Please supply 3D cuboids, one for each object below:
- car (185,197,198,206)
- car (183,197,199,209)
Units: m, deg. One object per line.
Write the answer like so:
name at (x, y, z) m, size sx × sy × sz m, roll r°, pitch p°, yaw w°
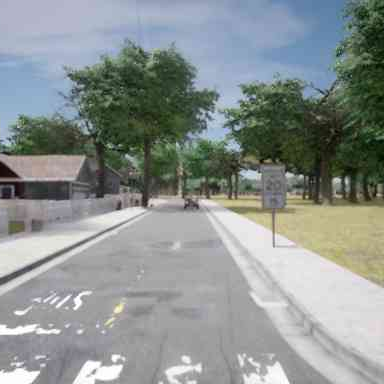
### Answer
car at (-0.089, 1.411, 51.539) m, size 1.895 × 1.301 × 4.718 m, roll -1°, pitch 0°, yaw 0°
car at (-0.077, 1.362, 41.504) m, size 1.812 × 1.442 × 4.674 m, roll -1°, pitch 0°, yaw 0°
